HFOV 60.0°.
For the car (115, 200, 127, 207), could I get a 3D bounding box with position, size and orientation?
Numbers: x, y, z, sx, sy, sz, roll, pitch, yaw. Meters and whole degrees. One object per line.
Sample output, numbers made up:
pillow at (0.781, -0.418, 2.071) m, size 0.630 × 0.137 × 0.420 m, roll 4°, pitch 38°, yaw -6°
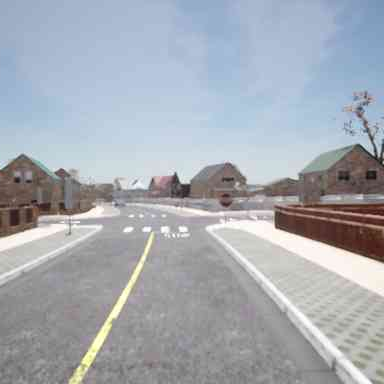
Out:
car at (-14.805, 2.367, 68.686) m, size 1.812 × 1.442 × 4.674 m, roll 0°, pitch -1°, yaw -20°
